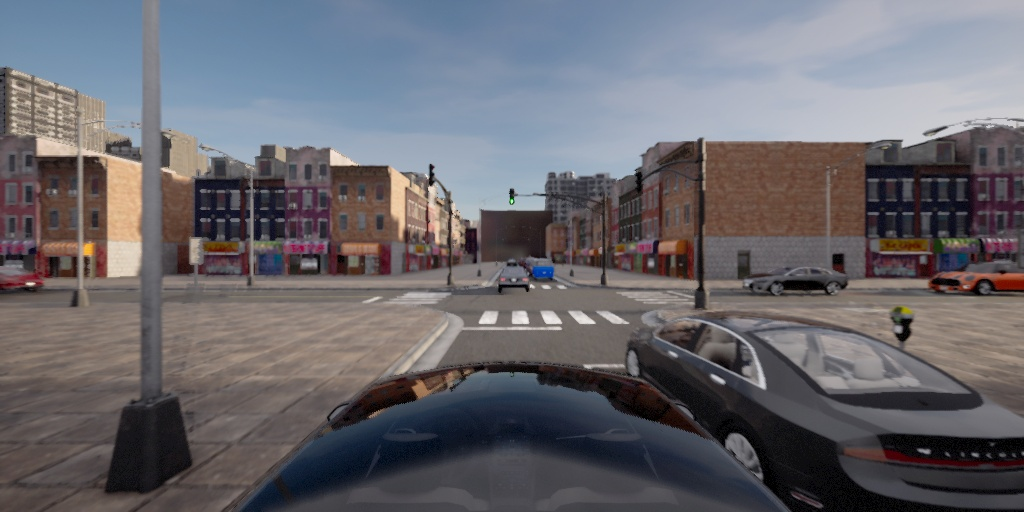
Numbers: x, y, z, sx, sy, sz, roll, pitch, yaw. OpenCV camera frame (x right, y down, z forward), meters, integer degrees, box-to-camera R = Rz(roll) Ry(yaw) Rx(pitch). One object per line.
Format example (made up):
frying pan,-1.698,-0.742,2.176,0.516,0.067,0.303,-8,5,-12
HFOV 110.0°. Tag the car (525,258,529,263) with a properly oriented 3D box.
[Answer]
car,2.634,1.242,36.568,1.967,1.591,4.097,0,0,0

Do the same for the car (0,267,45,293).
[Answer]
car,-28.269,1.337,19.352,4.674,1.442,1.812,0,0,0

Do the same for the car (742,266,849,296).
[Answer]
car,14.983,1.268,19.139,4.902,1.511,2.128,0,0,0

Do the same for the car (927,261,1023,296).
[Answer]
car,25.259,1.128,19.091,4.553,1.767,2.097,0,0,1

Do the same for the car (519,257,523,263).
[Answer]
car,2.632,1.150,52.991,2.192,1.841,5.009,0,0,0

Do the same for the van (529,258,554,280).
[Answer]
van,2.634,1.133,31.093,1.690,1.789,3.998,0,0,0

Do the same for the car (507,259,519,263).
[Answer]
car,-0.007,1.330,60.715,1.882,1.535,5.008,0,0,0

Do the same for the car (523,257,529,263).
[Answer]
car,2.633,1.252,42.043,1.967,1.591,4.097,0,0,0

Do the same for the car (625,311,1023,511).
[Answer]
car,2.638,1.303,4.091,2.007,1.370,4.403,0,0,0

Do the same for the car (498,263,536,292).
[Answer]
car,0.099,1.325,21.652,2.033,1.411,5.357,0,0,0

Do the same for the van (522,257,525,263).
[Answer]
van,2.632,1.164,47.519,1.690,1.789,3.998,0,0,0
